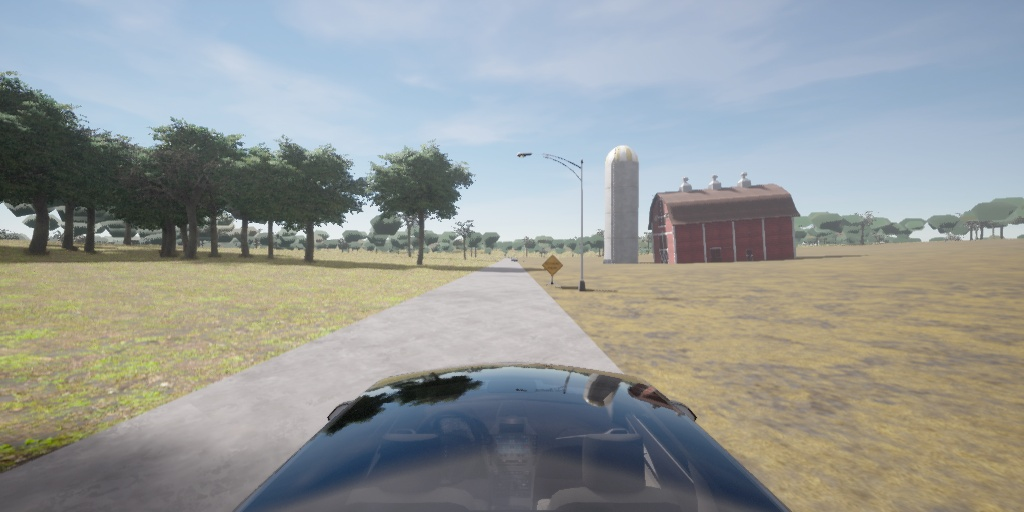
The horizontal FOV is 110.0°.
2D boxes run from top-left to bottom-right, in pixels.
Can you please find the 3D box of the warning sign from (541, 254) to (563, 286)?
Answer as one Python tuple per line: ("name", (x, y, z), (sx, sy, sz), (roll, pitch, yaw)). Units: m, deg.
("warning sign", (2.451, 0.857, 21.901), (1.300, 1.860, 1.060), (0, 0, 0))
